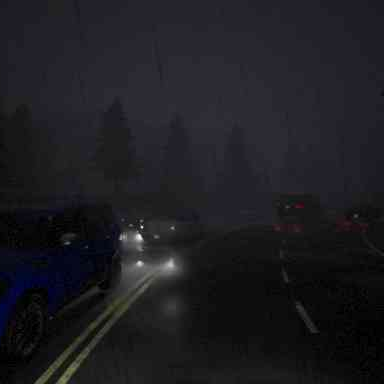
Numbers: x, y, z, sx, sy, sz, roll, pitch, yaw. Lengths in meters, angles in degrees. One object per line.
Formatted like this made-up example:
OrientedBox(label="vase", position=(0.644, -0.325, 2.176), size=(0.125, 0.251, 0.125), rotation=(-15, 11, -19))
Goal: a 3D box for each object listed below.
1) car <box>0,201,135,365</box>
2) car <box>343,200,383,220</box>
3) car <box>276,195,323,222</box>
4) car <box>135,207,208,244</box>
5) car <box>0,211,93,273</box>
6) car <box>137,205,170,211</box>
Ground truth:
OrientedBox(label="car", position=(-2.987, 1.221, 6.270), size=(2.150, 2.045, 5.566), rotation=(0, 0, 7))
OrientedBox(label="car", position=(14.334, 1.599, 27.764), size=(1.895, 1.301, 4.718), rotation=(0, 0, 42))
OrientedBox(label="car", position=(8.775, 1.221, 26.893), size=(2.150, 2.045, 5.566), rotation=(0, 0, 39))
OrientedBox(label="car", position=(-0.769, 1.598, 16.211), size=(1.895, 1.301, 4.718), rotation=(0, 0, 20))
OrientedBox(label="car", position=(-5.805, 1.544, 11.779), size=(2.033, 1.411, 5.357), rotation=(0, 0, 13))
OrientedBox(label="car", position=(-2.416, 1.543, 21.619), size=(2.033, 1.411, 5.357), rotation=(0, 0, 24))
